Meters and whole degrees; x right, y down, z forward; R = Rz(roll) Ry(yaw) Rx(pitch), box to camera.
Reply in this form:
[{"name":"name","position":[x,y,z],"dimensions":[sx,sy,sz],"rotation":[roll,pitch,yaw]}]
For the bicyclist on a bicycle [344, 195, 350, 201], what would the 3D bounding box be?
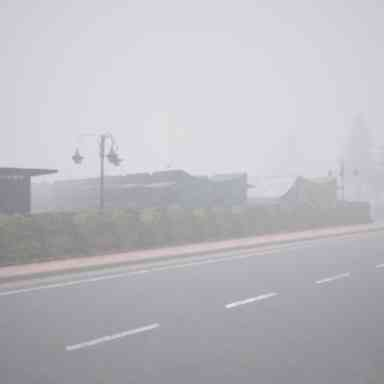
[{"name":"bicyclist on a bicycle","position":[21.949,1.261,46.936],"dimensions":[1.656,1.620,0.582],"rotation":[0,0,-37]}]
